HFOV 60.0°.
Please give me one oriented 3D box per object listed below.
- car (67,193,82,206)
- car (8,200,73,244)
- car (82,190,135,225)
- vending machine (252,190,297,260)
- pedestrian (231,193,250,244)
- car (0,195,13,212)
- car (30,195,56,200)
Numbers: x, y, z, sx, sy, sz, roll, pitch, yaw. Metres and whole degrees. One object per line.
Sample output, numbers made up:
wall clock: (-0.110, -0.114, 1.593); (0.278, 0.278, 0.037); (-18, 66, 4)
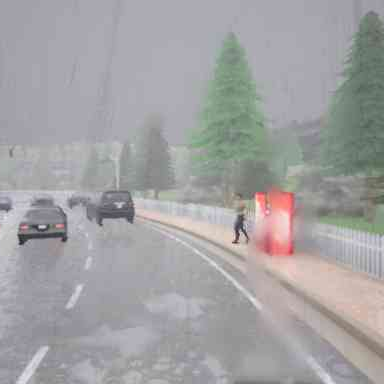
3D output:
car: (-12.049, 0.928, 35.146); (1.837, 1.490, 4.892); (-1, 1, -25)
car: (-6.488, 1.307, 14.680); (2.033, 1.411, 5.357); (-1, 1, -22)
car: (-5.292, 0.882, 21.151); (2.150, 2.045, 5.566); (-1, 1, -27)
vending machine: (2.589, 0.993, 10.530); (1.100, 2.100, 0.880); (0, 1, -13)
pedestrian: (1.694, 0.922, 11.724); (0.375, 1.860, 0.375); (-1, 1, -15)
car: (-17.655, 1.024, 30.545); (1.882, 1.535, 5.008); (-1, 1, -25)
car: (-13.485, 1.015, 30.084); (1.837, 1.490, 4.892); (-1, 1, -25)
